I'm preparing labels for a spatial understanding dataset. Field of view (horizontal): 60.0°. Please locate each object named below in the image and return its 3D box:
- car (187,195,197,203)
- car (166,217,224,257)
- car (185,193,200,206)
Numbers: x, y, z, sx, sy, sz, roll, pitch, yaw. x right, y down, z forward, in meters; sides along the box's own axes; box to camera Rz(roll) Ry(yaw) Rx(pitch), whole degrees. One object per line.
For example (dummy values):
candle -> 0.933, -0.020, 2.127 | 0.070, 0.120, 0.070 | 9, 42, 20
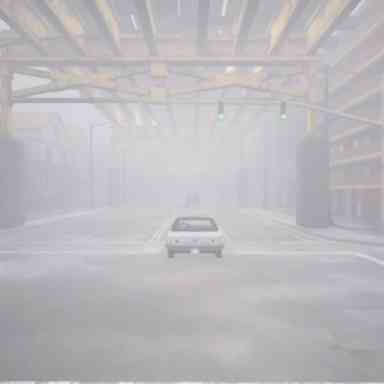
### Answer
car -> -0.025, 1.309, 63.207 | 1.837, 1.490, 4.892 | 0, 1, 0
car -> 0.096, 1.593, 12.817 | 1.895, 1.301, 4.718 | 0, 0, 0
car -> 0.078, 1.125, 52.615 | 2.150, 2.045, 5.566 | 0, 0, 0
